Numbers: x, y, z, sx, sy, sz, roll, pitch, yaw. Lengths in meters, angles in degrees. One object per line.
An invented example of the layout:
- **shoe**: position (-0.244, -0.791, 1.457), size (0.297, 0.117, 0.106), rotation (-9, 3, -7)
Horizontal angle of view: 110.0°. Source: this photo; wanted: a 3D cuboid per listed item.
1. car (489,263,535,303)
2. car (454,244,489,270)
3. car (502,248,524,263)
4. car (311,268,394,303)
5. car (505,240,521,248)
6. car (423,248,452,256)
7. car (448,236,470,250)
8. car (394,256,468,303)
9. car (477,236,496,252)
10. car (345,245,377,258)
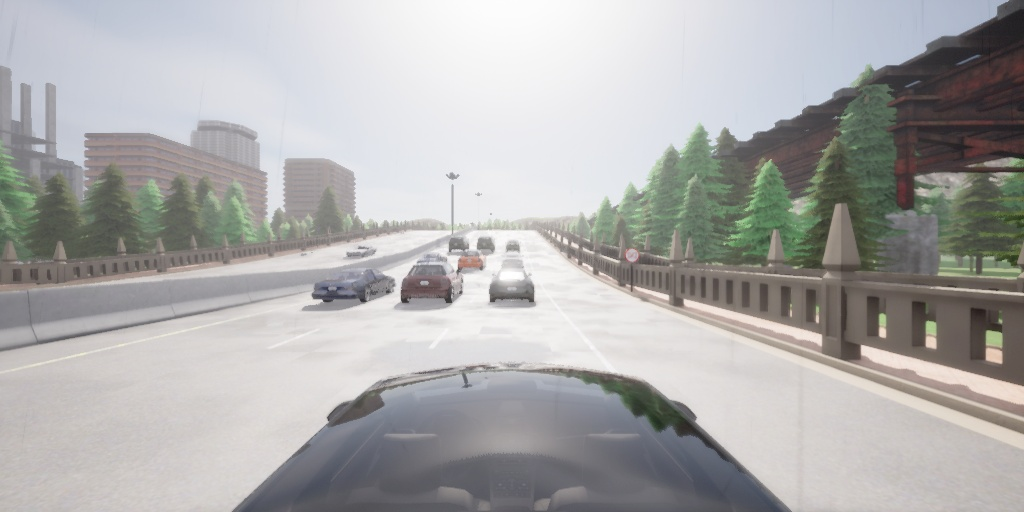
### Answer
- **car**: position (-0.001, 1.248, 16.485), size (1.994, 1.385, 4.181), rotation (0, 1, 0)
- **car**: position (-3.449, 0.205, 31.371), size (2.097, 1.767, 4.553), rotation (0, 5, 0)
- **car**: position (0.052, 0.364, 31.394), size (1.812, 1.442, 4.674), rotation (0, 5, 0)
- **car**: position (-7.001, 1.247, 16.484), size (2.033, 1.411, 5.357), rotation (0, 1, 0)
- **car**: position (0.133, -1.385, 46.570), size (1.837, 1.490, 4.892), rotation (0, 7, 0)
- **car**: position (-6.948, 0.404, 31.435), size (2.033, 1.411, 5.357), rotation (0, 5, 0)
- **car**: position (-6.867, -1.636, 46.614), size (2.150, 2.045, 5.566), rotation (0, 7, 0)
- **car**: position (-3.502, 1.045, 16.450), size (2.097, 1.767, 4.553), rotation (0, 1, 0)
- **car**: position (-3.367, -1.641, 46.595), size (2.150, 2.045, 5.566), rotation (0, 7, 0)
- **car**: position (-17.395, -0.577, 41.545), size (1.895, 1.301, 4.718), rotation (0, 7, 0)
